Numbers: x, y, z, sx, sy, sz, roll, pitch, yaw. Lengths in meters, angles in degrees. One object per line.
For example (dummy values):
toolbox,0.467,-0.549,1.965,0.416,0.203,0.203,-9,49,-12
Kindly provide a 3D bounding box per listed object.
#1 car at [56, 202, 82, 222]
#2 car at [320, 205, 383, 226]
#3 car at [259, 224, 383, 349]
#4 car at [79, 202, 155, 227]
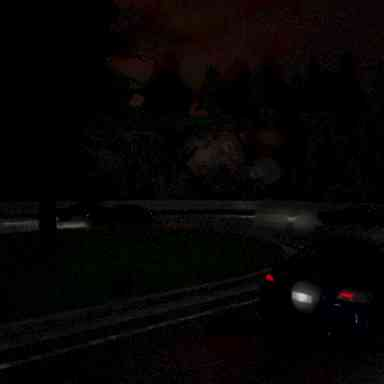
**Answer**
car,-8.782,1.506,25.257,5.008,1.535,1.882,0,-1,-20
car,10.751,1.572,21.874,2.128,1.511,4.902,1,0,-29
car,3.170,1.588,6.438,4.181,1.385,1.994,0,0,-42
car,-4.917,1.560,22.772,4.674,1.442,1.812,0,-1,-4
